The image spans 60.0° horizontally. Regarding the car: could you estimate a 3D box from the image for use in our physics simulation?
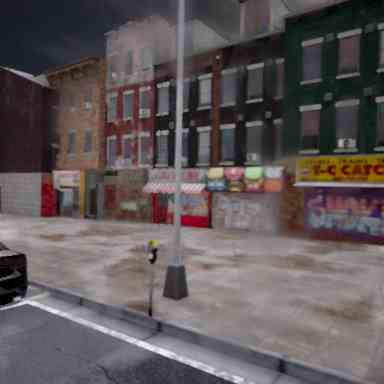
[{"bbox_3d":[-5.308,1.407,6.728,5.008,1.535,1.882,1,0,35],"label":"car"}]
